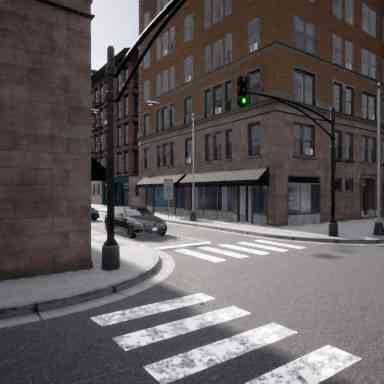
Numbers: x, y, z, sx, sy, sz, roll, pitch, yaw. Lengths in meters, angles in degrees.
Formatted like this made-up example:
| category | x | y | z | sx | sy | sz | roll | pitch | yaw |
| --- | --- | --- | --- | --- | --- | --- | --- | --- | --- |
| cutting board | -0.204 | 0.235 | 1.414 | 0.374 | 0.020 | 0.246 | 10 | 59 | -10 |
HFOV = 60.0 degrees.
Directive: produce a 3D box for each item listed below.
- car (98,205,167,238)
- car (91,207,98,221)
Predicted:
| category | x | y | z | sx | sy | sz | roll | pitch | yaw |
| --- | --- | --- | --- | --- | --- | --- | --- | --- | --- |
| car | -3.064 | 1.435 | 17.271 | 1.812 | 1.442 | 4.674 | 0 | 0 | -35 |
| car | -8.719 | 1.397 | 25.197 | 2.033 | 1.411 | 5.357 | 0 | 0 | -36 |
